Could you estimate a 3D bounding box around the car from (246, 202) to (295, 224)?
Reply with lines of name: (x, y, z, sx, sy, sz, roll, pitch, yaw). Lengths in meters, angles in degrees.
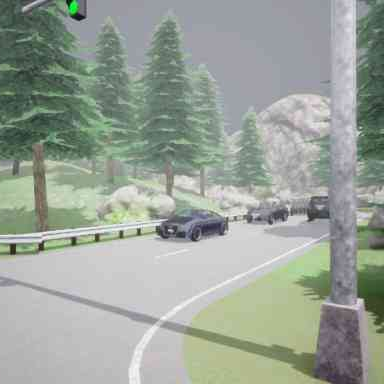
car: (5.730, 1.507, 25.012, 2.128, 1.511, 4.902, 0, 0, 34)

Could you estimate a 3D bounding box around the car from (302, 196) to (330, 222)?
car: (10.585, 1.352, 25.757, 2.150, 2.045, 5.566, 0, -1, 34)

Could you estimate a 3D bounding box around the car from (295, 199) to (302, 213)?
car: (11.254, 1.520, 33.608, 1.837, 1.490, 4.892, 0, 0, 27)

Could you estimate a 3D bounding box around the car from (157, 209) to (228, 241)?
car: (0.142, 1.579, 16.785, 1.994, 1.385, 4.181, 0, 0, 34)

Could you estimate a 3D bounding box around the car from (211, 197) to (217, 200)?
car: (5.287, 1.525, 61.401, 5.008, 1.535, 1.882, 0, -1, 30)
